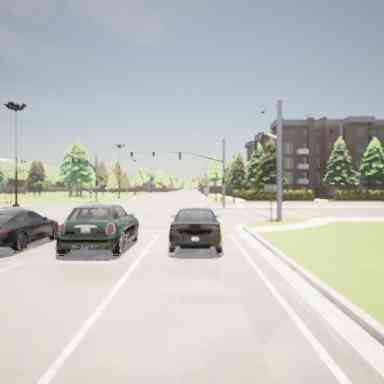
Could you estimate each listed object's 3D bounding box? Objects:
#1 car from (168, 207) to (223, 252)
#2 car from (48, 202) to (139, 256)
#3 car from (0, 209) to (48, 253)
[{"bbox_3d":[0.150,1.343,13.242,1.882,1.535,5.008,0,1,1],"label":"car"},{"bbox_3d":[-3.366,1.222,12.745,2.097,1.767,4.553,0,1,1],"label":"car"},{"bbox_3d":[-6.861,1.393,13.018,1.812,1.442,4.674,0,1,1],"label":"car"}]
